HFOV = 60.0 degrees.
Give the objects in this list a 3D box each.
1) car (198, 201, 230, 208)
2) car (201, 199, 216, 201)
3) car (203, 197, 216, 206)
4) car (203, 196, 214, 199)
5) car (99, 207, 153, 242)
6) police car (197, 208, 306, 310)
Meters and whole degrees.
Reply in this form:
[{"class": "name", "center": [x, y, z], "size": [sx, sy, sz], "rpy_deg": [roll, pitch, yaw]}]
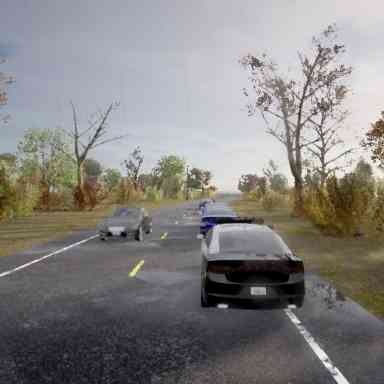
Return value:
[{"class": "car", "center": [1.411, 1.486, 17.912], "size": [1.882, 1.535, 5.008], "rpy_deg": [0, 0, 2]}, {"class": "car", "center": [1.648, 1.492, 23.881], "size": [1.882, 1.535, 5.008], "rpy_deg": [0, 0, 3]}, {"class": "car", "center": [3.211, 1.637, 60.344], "size": [2.128, 1.511, 4.902], "rpy_deg": [0, 0, 6]}, {"class": "car", "center": [2.048, 1.605, 46.562], "size": [1.812, 1.442, 4.674], "rpy_deg": [0, 0, 6]}, {"class": "car", "center": [-3.143, 1.499, 16.590], "size": [2.128, 1.511, 4.902], "rpy_deg": [0, 0, 2]}, {"class": "police car", "center": [1.145, 1.428, 8.069], "size": [1.930, 1.638, 5.238], "rpy_deg": [0, 0, 1]}]
